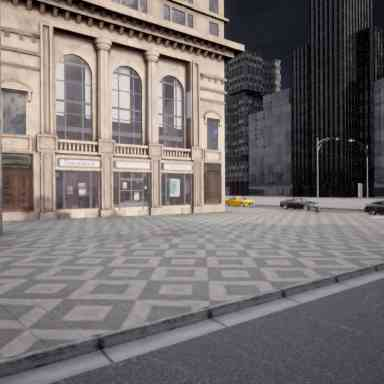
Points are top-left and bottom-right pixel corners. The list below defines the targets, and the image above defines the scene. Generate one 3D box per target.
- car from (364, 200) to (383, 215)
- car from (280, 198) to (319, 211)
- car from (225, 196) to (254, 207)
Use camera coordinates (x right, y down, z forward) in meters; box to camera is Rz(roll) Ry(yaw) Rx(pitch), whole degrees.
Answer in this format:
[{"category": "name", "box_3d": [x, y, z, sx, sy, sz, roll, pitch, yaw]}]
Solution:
[{"category": "car", "box_3d": [18.091, 1.477, 30.159, 1.812, 1.442, 4.674, -1, 0, -34]}, {"category": "car", "box_3d": [12.414, 1.414, 38.500, 2.128, 1.511, 4.902, -1, 0, -34]}, {"category": "car", "box_3d": [6.629, 1.371, 47.046, 1.882, 1.535, 5.008, -1, 1, -34]}]
